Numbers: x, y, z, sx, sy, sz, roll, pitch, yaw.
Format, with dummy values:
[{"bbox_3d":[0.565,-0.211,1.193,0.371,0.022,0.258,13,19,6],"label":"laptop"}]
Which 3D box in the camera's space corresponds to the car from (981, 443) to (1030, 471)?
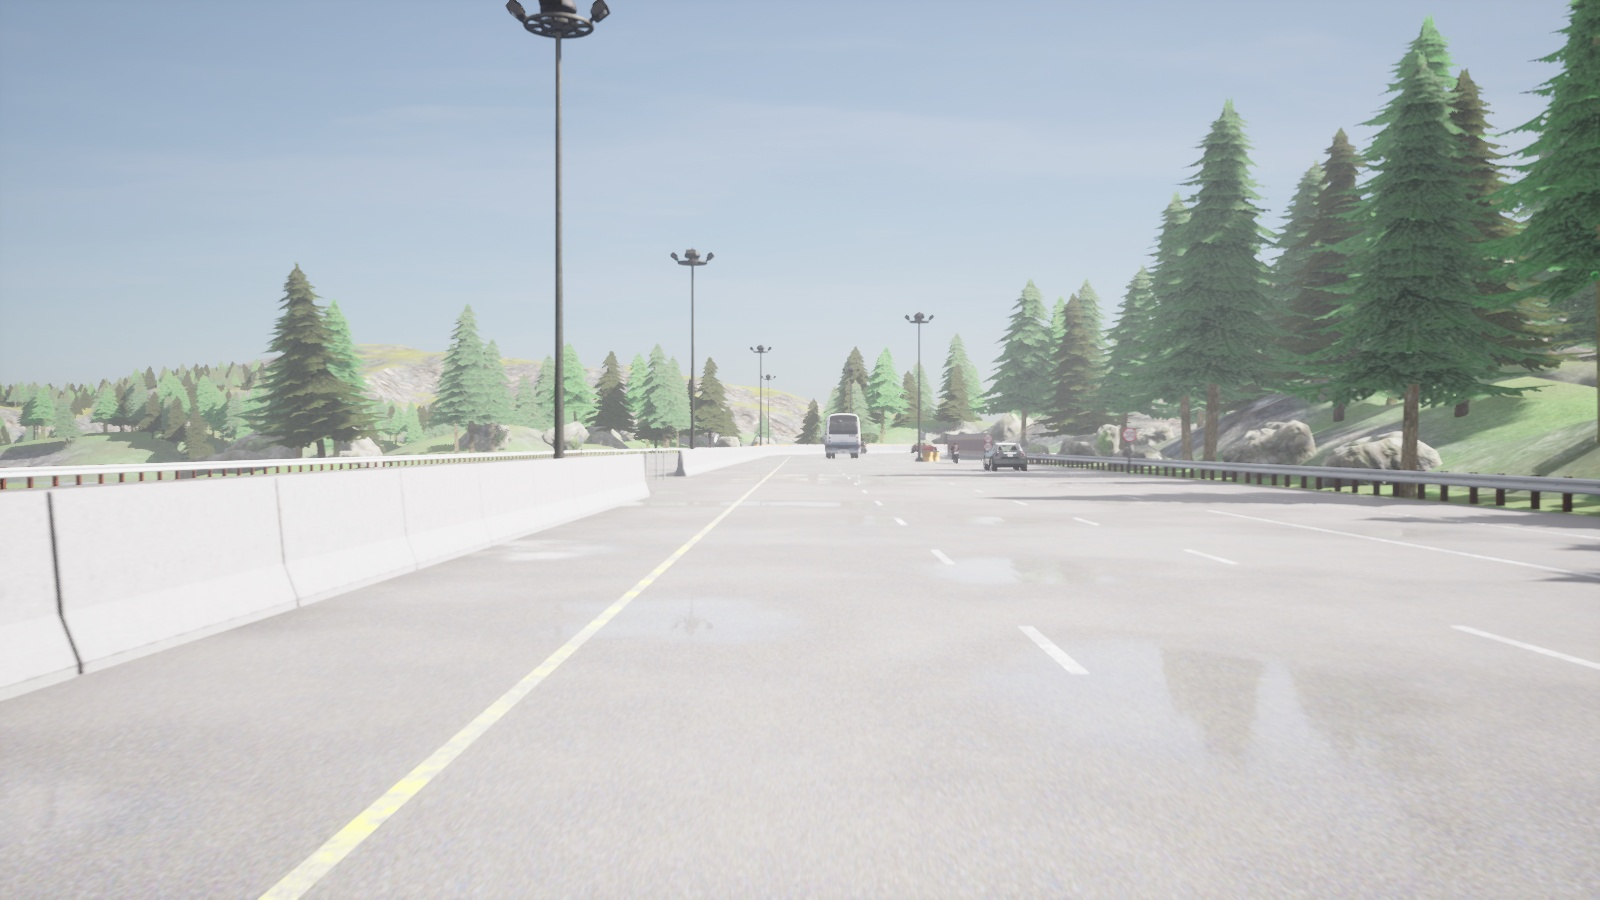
[{"bbox_3d":[10.901,0.344,66.897,1.970,1.475,3.806,0,0,0],"label":"car"}]
